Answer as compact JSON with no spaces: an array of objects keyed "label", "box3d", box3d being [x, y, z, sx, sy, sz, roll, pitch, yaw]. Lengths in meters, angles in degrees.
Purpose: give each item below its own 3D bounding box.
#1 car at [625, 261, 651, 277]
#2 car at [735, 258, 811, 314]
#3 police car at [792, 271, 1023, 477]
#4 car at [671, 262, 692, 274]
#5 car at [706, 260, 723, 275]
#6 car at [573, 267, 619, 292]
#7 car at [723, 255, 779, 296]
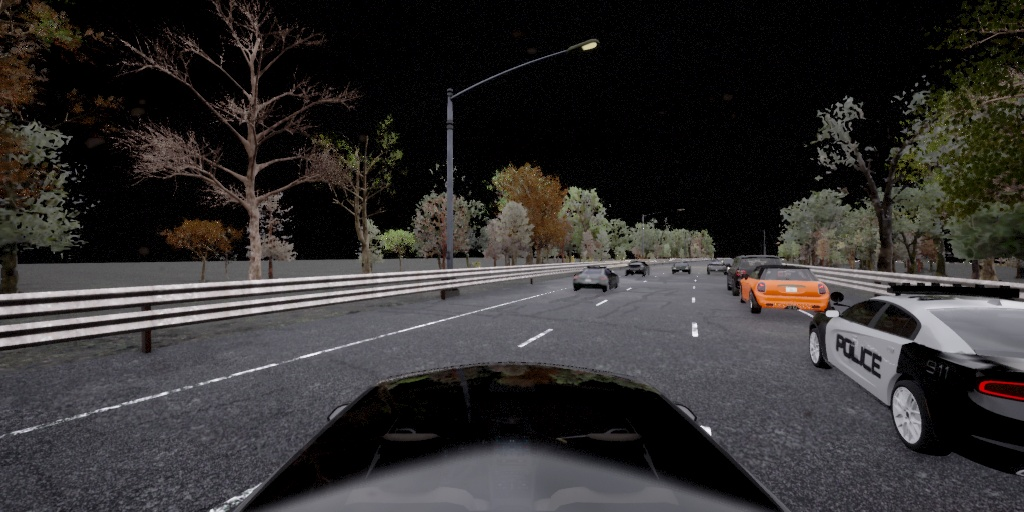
[{"label":"car","box3d":[12.553,1.266,35.604,1.837,1.490,4.892,0,0,28]},{"label":"car","box3d":[9.934,1.102,13.421,2.097,1.767,4.553,0,0,27]},{"label":"police car","box3d":[5.608,1.175,4.699,1.930,1.638,5.238,0,0,26]},{"label":"car","box3d":[19.342,1.370,40.798,1.895,1.301,4.718,0,0,29]},{"label":"car","box3d":[22.453,1.261,39.317,2.128,1.511,4.902,0,0,29]},{"label":"car","box3d":[5.090,1.316,21.386,1.994,1.385,4.181,0,0,27]},{"label":"car","box3d":[12.647,0.978,18.754,2.150,2.045,5.566,0,0,27]}]
